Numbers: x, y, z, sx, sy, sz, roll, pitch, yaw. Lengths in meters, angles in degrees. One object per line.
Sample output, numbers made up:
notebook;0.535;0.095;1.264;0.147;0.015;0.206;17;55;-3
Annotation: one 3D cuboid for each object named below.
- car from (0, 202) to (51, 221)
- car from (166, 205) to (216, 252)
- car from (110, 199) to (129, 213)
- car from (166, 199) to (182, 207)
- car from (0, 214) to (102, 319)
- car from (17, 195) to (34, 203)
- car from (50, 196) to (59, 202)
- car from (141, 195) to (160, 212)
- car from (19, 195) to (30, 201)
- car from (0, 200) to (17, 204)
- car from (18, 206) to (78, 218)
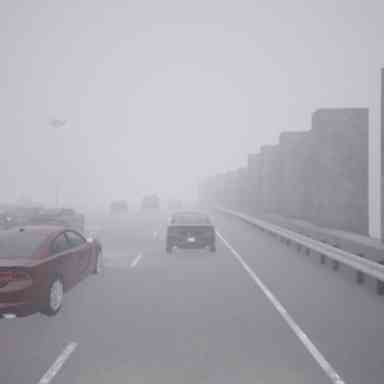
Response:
car;-10.796;1.643;21.997;2.033;1.411;5.357;0;0;-2
car;-0.088;1.533;14.244;1.882;1.535;5.008;0;0;-1
car;-8.682;1.641;40.168;1.882;1.535;5.008;0;0;-7
car;-2.554;1.676;47.098;2.128;1.511;4.902;0;0;-10
car;-3.467;1.511;7.593;1.882;1.535;5.008;0;0;-1
car;-30.696;1.492;61.440;2.150;2.045;5.566;0;0;-14
car;-33.078;1.793;80.016;2.128;1.511;4.902;0;0;-21
car;-5.310;1.391;42.393;2.150;2.045;5.566;0;0;-8
car;-42.451;1.507;84.415;2.128;1.511;4.902;0;0;-24
car;-22.662;1.773;38.766;1.895;1.301;4.718;0;0;-5
car;-7.174;1.583;18.036;1.837;1.490;4.892;0;0;-2
